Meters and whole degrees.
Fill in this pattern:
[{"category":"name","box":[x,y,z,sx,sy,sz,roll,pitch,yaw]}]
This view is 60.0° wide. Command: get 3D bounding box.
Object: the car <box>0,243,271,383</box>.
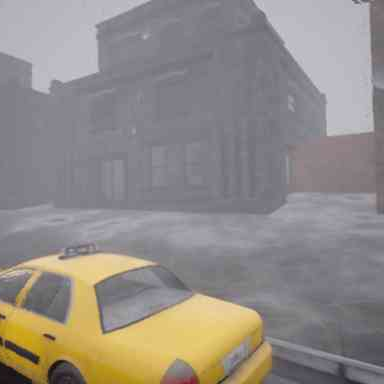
[{"category":"car","box":[-1.693,1.481,4.509,5.366,1.575,1.946,0,0,35]}]
